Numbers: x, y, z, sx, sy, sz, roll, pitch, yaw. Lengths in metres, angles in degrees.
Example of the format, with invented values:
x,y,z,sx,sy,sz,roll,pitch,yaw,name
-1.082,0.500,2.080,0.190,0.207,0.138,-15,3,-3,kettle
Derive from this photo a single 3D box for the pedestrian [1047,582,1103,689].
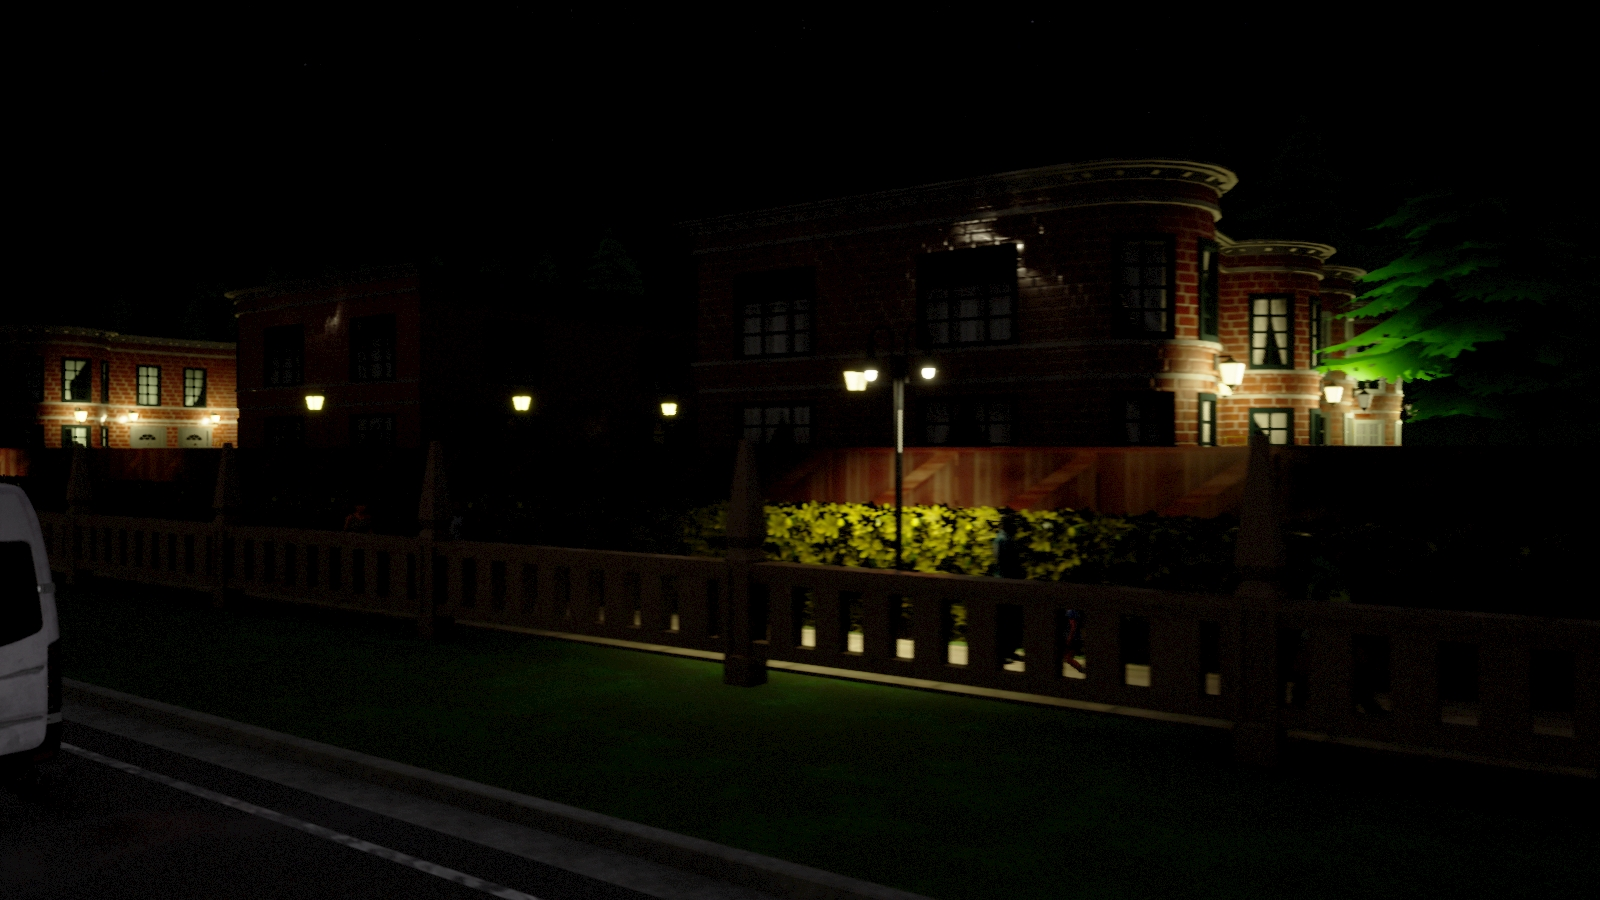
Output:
x,y,z,sx,sy,sz,roll,pitch,yaw,name
3.099,2.076,12.873,0.500,1.100,0.500,0,0,29,pedestrian

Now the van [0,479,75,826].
x,y,z,sx,sy,sz,roll,pitch,yaw,name
-8.685,1.532,9.862,5.915,2.561,1.988,0,0,35,van

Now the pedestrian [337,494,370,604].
x,y,z,sx,sy,sz,roll,pitch,yaw,name
-7.716,1.693,19.749,0.375,1.860,0.375,0,0,35,pedestrian

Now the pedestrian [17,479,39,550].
x,y,z,sx,sy,sz,roll,pitch,yaw,name
-20.328,1.690,30.085,0.375,1.860,0.375,0,0,35,pedestrian

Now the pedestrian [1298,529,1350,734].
x,y,z,sx,sy,sz,roll,pitch,yaw,name
4.972,1.695,10.831,0.375,1.860,0.375,0,0,37,pedestrian

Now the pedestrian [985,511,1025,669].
x,y,z,sx,sy,sz,roll,pitch,yaw,name
2.509,1.693,13.972,0.375,1.860,0.375,0,0,31,pedestrian

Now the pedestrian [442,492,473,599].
x,y,z,sx,sy,sz,roll,pitch,yaw,name
-6.119,1.693,20.411,0.375,1.860,0.375,0,0,37,pedestrian
